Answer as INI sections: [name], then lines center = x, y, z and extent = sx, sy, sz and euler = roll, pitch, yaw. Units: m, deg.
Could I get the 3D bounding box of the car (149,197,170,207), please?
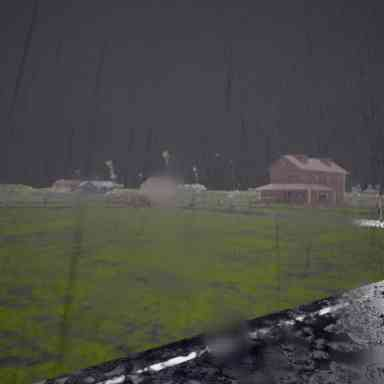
[car]
center = -5.334, 1.562, 53.375
extent = 1.812, 1.442, 4.674
euler = 1, -1, -35
